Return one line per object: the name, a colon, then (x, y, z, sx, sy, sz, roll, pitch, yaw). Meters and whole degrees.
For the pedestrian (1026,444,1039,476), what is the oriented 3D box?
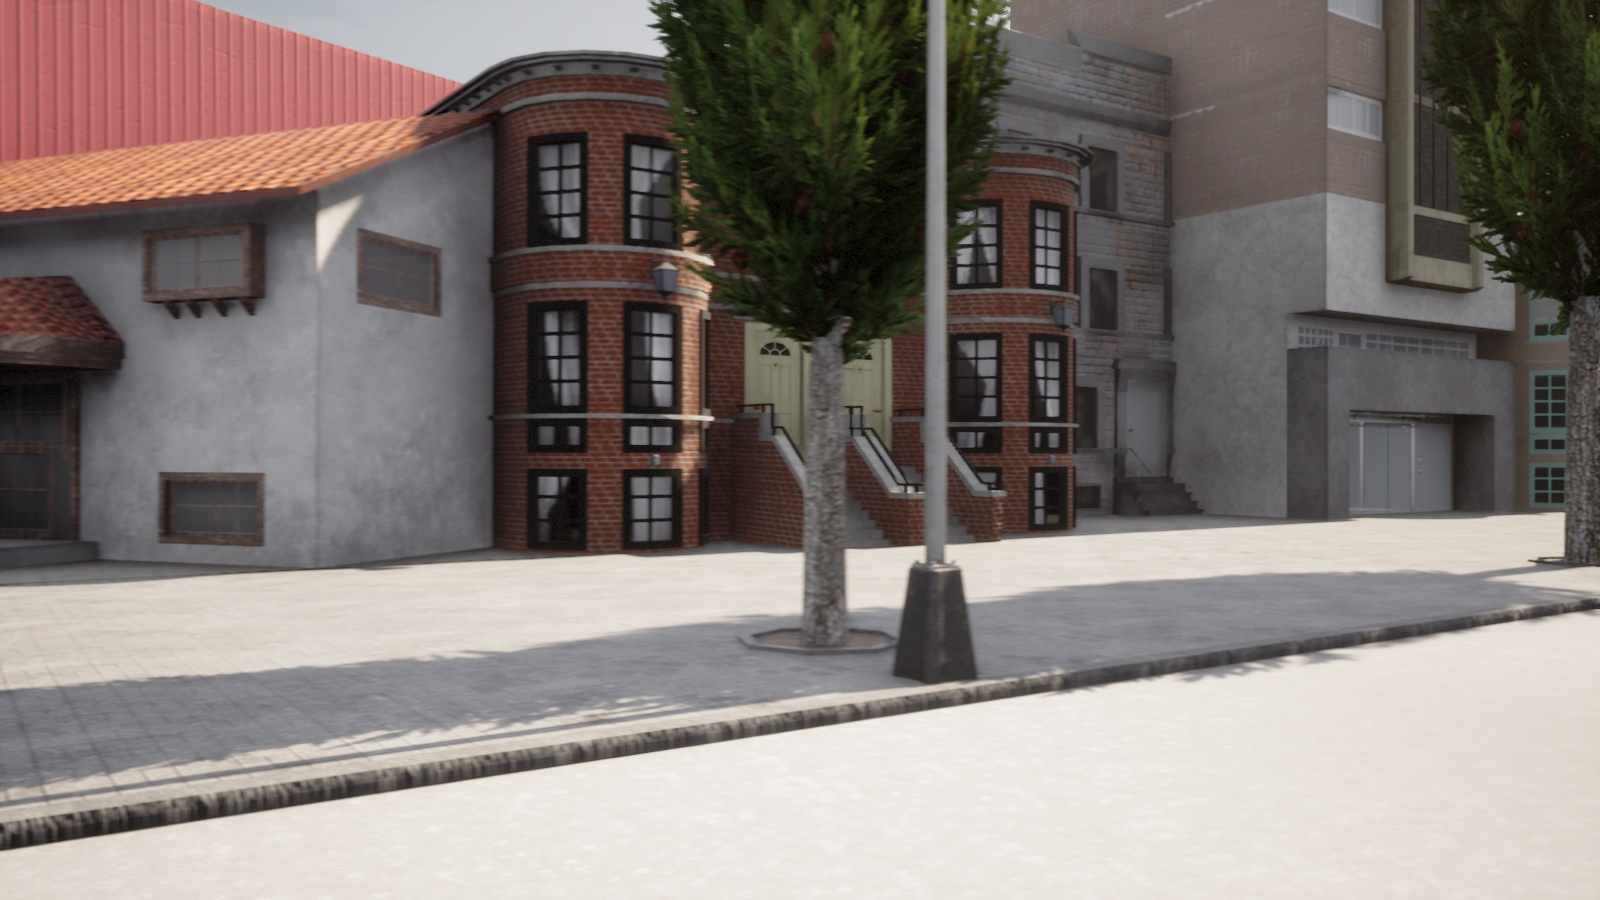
pedestrian: (13.848, 0.594, 74.872, 0.396, 1.930, 0.692, 0, 0, -36)
